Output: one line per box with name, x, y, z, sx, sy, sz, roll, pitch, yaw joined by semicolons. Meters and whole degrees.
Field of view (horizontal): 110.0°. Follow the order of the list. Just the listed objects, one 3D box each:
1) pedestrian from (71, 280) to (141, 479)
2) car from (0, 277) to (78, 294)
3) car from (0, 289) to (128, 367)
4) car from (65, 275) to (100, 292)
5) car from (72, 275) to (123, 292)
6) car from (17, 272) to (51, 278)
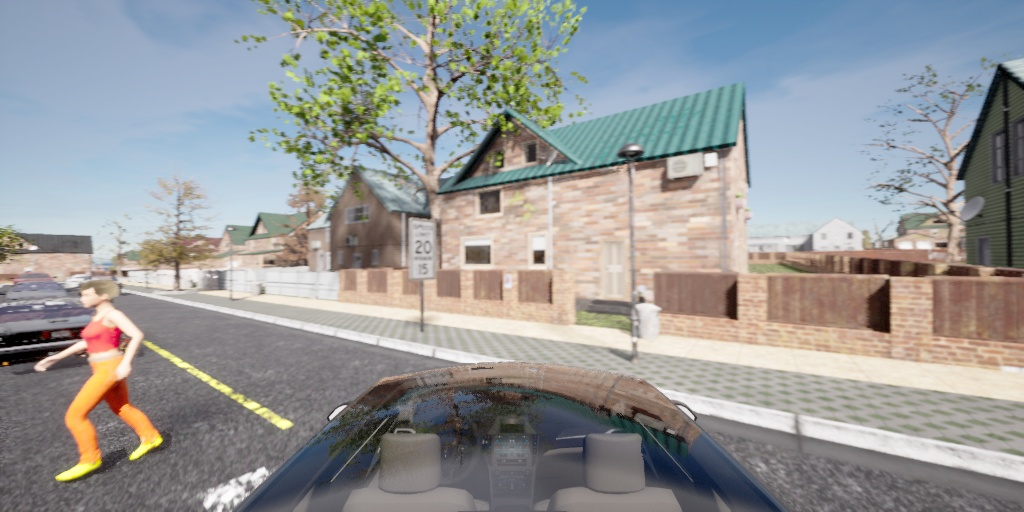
pedestrian;-3.935;1.121;3.475;0.375;1.860;0.375;-1;0;36
car;-22.969;1.919;17.352;5.357;1.411;2.033;-2;-1;36
car;-10.335;1.607;8.108;4.718;1.301;1.895;-2;-1;36
car;-41.012;2.528;34.194;4.674;1.442;1.812;-2;-2;36
car;-30.225;2.152;26.311;4.902;1.511;2.128;-2;-2;36
car;-35.944;1.963;26.962;5.008;1.535;1.882;-2;-1;36
